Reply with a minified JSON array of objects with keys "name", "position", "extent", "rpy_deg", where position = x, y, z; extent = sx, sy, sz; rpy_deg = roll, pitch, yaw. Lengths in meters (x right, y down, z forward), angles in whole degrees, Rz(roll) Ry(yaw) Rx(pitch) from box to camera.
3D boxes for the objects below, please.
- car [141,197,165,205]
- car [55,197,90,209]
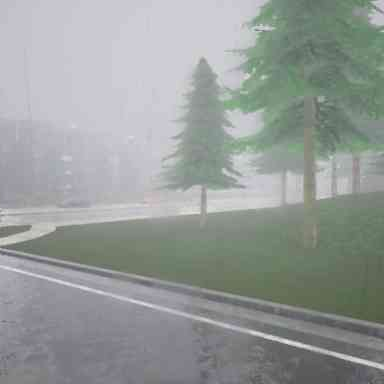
[{"name":"car","position":[-6.891,1.575,58.740],"extent":[1.882,1.535,5.008],"rpy_deg":[0,0,35]},{"name":"car","position":[-16.253,1.450,45.426],"extent":[2.097,1.767,4.553],"rpy_deg":[0,0,35]}]
